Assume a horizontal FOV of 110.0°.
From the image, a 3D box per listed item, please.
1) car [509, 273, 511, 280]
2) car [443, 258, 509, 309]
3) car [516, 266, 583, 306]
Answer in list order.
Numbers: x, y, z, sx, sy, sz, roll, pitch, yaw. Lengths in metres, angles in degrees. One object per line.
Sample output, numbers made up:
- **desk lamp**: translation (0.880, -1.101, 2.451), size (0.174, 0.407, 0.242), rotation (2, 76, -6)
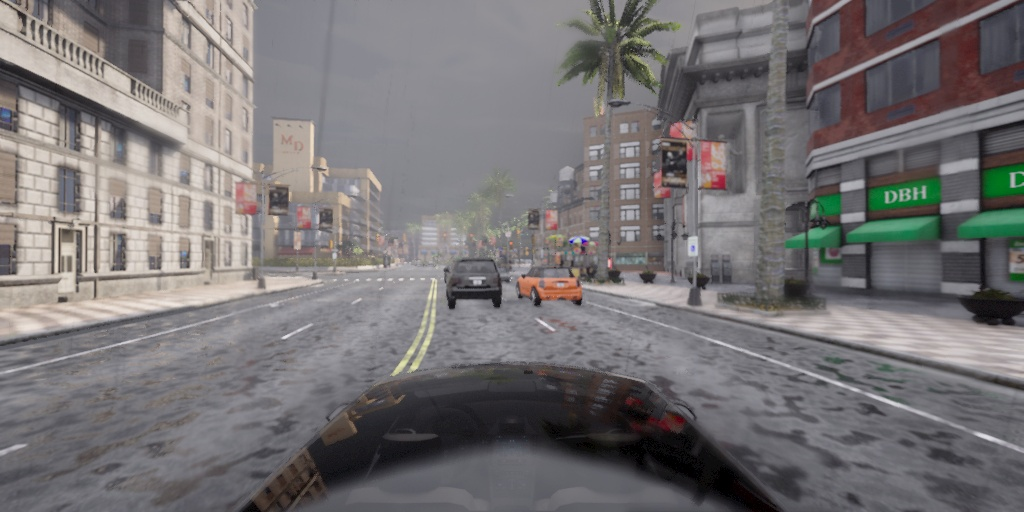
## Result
- **car**: translation (-1.446, 1.634, 31.596), size (1.895, 1.301, 4.718), rotation (0, -1, -12)
- **car**: translation (-1.835, 1.105, 16.124), size (2.150, 2.045, 5.566), rotation (0, 0, -12)
- **car**: translation (1.585, 1.241, 16.884), size (2.097, 1.767, 4.553), rotation (0, -1, -12)
